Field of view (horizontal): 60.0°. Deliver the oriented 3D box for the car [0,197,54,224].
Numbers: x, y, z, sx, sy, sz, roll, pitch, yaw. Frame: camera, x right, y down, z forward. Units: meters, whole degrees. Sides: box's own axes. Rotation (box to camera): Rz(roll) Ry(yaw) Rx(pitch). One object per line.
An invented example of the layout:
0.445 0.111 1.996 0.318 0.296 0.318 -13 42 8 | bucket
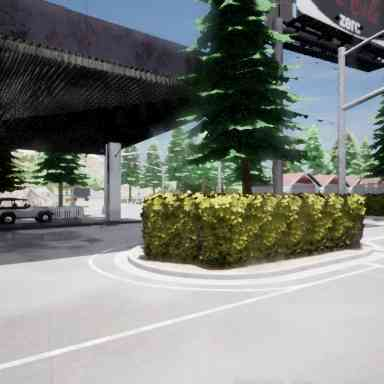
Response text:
-11.934 1.313 23.504 3.866 1.878 1.905 0 0 -36 | car
